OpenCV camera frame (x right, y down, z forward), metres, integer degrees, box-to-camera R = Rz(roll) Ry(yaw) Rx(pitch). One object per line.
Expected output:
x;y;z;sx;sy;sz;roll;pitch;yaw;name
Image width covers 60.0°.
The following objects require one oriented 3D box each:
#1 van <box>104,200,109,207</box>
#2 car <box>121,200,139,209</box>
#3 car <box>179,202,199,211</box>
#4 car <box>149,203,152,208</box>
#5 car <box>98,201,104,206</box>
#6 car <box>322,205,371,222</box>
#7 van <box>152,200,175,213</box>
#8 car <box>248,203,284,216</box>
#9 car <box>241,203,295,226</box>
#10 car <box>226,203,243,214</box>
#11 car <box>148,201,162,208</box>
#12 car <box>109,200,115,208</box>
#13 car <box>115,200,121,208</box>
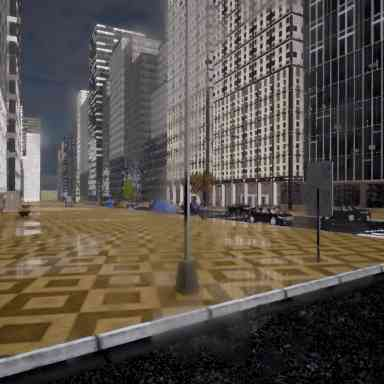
-18.403;2.634;76.571;1.690;1.788;3.998;-1;-1;-26;van
-11.052;2.525;61.380;2.008;1.369;4.403;-1;-1;-26;car
-0.447;2.300;52.777;1.812;1.442;4.674;0;-1;-26;car
-7.035;2.558;66.386;1.837;1.490;4.892;0;-1;-26;car
-23.297;3.053;86.695;1.887;1.381;4.507;-1;-1;-26;car
13.635;1.854;29.587;2.008;1.369;4.403;-1;-1;-26;car
-3.709;2.005;46.194;1.690;1.788;3.998;-1;-1;-26;van
8.737;2.068;39.714;1.947;1.339;4.313;-1;-1;-26;car
6.091;1.813;25.938;2.008;1.369;4.403;-1;-1;-26;car
6.288;2.168;44.777;1.947;1.339;4.313;-1;-1;-26;car
-8.406;2.808;75.155;1.802;1.307;4.206;-1;-1;-26;car
-15.950;2.731;71.507;1.887;1.381;4.507;-1;-1;-26;car
-13.428;2.602;66.291;1.752;1.417;4.829;-1;-1;-26;car
